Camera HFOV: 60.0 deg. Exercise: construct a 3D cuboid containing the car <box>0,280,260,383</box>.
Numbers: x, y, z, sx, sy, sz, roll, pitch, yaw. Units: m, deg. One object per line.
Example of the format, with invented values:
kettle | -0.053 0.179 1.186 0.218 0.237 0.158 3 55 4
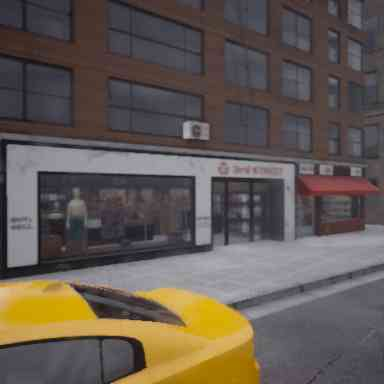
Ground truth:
car | -1.756 1.479 2.126 5.008 1.535 1.882 0 0 -35
